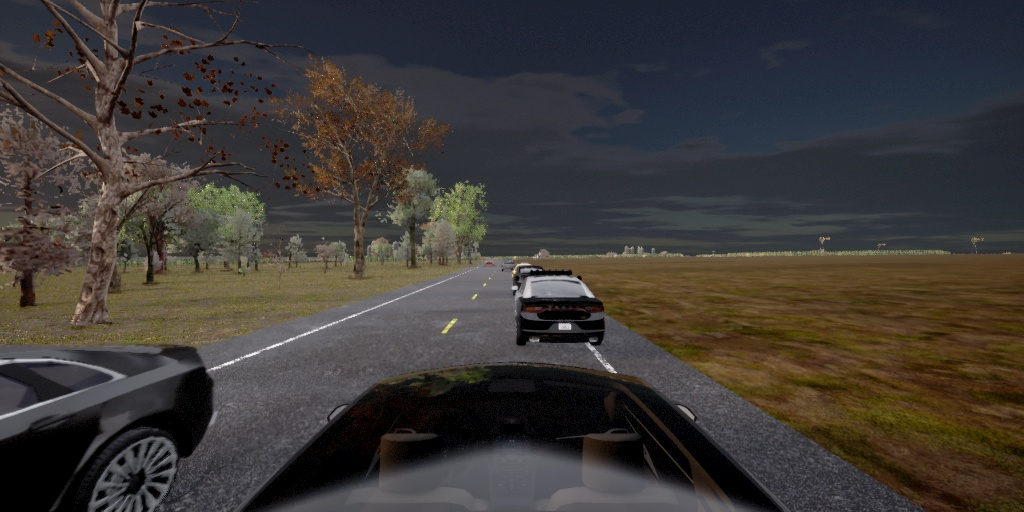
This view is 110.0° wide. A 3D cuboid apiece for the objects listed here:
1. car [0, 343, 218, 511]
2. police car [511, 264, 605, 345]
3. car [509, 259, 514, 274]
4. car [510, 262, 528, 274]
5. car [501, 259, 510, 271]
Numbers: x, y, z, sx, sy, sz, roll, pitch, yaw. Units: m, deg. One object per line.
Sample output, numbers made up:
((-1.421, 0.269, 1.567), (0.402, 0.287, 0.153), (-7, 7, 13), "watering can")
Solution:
((-3.603, 1.241, 1.197), (2.128, 1.511, 4.902), (0, 0, 0), "car")
((1.022, 1.176, 9.599), (1.930, 1.638, 5.238), (0, 0, 0), "police car")
((0.892, 1.215, 25.695), (1.801, 1.575, 5.366), (0, 0, -1), "car")
((0.952, 1.261, 19.499), (1.837, 1.490, 4.892), (0, 0, 0), "car")
((-0.468, 1.273, 48.561), (2.128, 1.511, 4.902), (0, 0, -1), "car")
